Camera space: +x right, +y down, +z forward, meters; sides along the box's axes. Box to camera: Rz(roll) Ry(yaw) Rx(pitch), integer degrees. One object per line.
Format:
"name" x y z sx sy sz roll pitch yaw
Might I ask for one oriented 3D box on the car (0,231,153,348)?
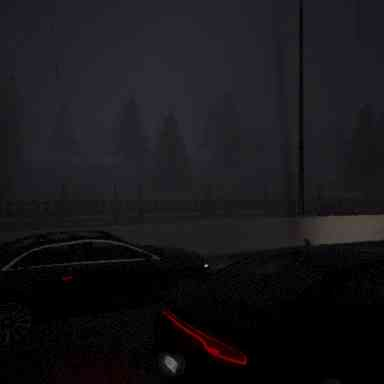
"car" -1.872 1.491 6.244 4.902 1.511 2.128 0 0 -30

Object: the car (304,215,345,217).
"car" 10.920 1.599 27.464 4.718 1.301 1.895 0 0 -18

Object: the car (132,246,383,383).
"car" 1.960 1.477 4.388 5.008 1.535 1.882 0 0 -29
